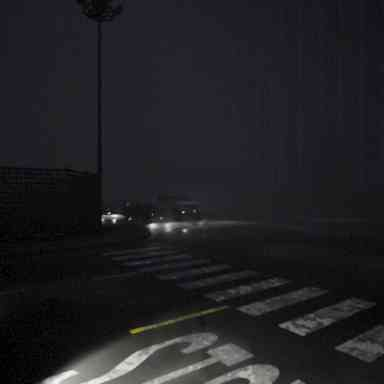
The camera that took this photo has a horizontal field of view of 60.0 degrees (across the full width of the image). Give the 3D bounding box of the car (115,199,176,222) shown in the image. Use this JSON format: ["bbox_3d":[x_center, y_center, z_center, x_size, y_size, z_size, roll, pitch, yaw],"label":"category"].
[{"bbox_3d":[-3.738,1.491,25.846,2.033,1.411,5.357,0,0,-36],"label":"car"}]

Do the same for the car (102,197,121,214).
[{"bbox_3d":[-9.104,1.508,33.334,1.994,1.385,4.181,0,0,-35],"label":"car"}]

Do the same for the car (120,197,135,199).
[{"bbox_3d":[-7.002,1.296,36.402,2.097,1.767,4.553,0,0,-36],"label":"car"}]

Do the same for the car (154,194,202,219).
[{"bbox_3d":[-1.415,1.166,28.611,2.150,2.045,5.566,0,0,-36],"label":"car"}]

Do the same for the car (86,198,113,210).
[{"bbox_3d":[-12.180,1.508,43.629,1.994,1.385,4.181,0,0,-35],"label":"car"}]

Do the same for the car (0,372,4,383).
[{"bbox_3d":[-3.125,1.564,1.524,4.181,1.385,1.994,0,0,-35],"label":"car"}]
